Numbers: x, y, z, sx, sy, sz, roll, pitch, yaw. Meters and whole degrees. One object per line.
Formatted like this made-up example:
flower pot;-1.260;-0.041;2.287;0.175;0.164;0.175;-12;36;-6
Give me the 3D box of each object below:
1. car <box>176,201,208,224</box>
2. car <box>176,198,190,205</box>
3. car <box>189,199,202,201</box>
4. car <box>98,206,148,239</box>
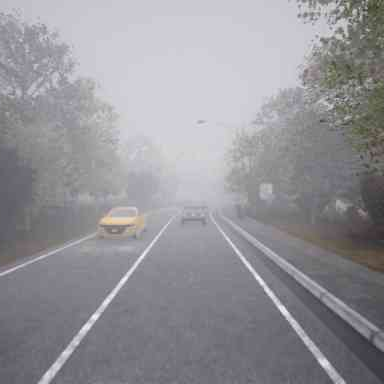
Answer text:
car;0.117;1.629;25.278;2.033;1.411;5.357;0;0;0
car;-1.183;1.670;53.607;1.837;1.490;4.892;1;0;10
car;1.109;1.768;44.235;1.895;1.301;4.718;1;0;6
car;-3.561;1.532;17.849;1.882;1.535;5.008;0;-1;0
